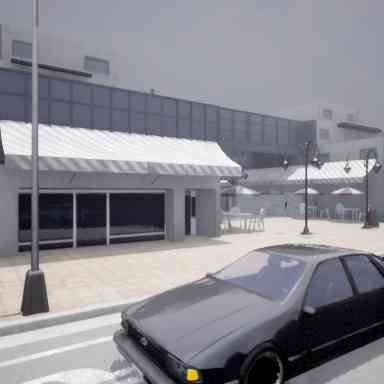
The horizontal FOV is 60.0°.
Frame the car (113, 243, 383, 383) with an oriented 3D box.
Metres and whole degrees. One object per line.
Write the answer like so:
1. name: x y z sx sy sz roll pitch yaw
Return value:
1. car: 1.643 1.547 5.038 5.357 1.411 2.033 0 0 -33
